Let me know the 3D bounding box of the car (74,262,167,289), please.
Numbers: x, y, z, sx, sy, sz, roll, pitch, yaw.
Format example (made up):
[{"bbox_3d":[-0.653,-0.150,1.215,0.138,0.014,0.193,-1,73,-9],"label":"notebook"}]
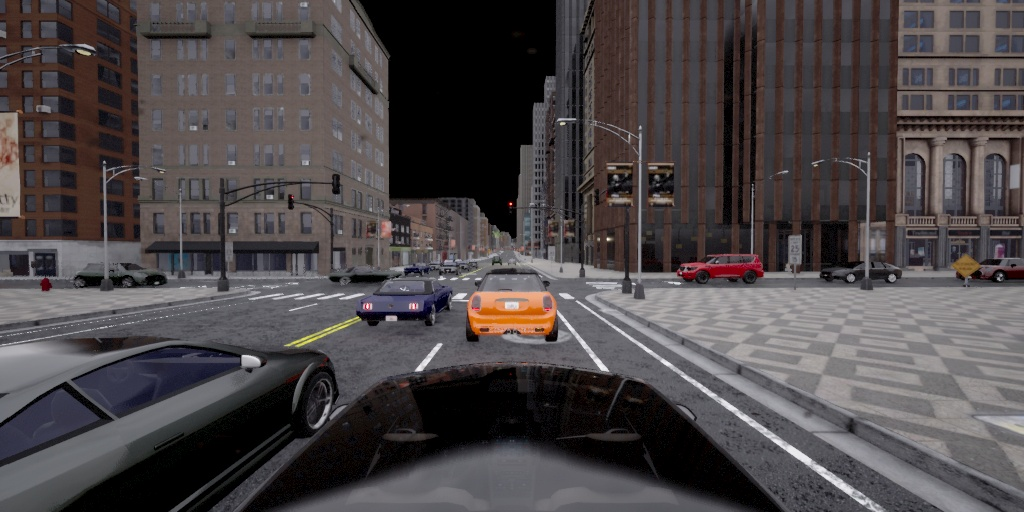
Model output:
[{"bbox_3d":[-25.659,1.206,23.623,4.553,1.767,2.097,0,1,0],"label":"car"}]

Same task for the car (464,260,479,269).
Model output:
[{"bbox_3d":[-6.597,1.343,58.824,1.994,1.385,4.181,0,0,0],"label":"car"}]

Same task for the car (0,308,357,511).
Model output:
[{"bbox_3d":[-3.158,1.314,2.790,1.994,1.385,4.181,0,0,1],"label":"car"}]

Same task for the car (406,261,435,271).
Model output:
[{"bbox_3d":[-9.861,1.367,37.638,1.895,1.301,4.718,0,0,0],"label":"car"}]

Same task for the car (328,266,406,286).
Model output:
[{"bbox_3d":[-10.027,1.355,24.975,4.718,1.301,1.895,0,0,-17],"label":"car"}]

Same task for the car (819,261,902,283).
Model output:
[{"bbox_3d":[24.889,1.120,25.673,4.892,1.490,1.837,0,1,0],"label":"car"}]

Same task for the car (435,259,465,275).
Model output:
[{"bbox_3d":[-6.610,1.331,38.846,1.994,1.385,4.181,0,0,0],"label":"car"}]

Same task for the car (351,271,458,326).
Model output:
[{"bbox_3d":[-3.152,1.350,11.610,1.895,1.301,4.718,0,0,0],"label":"car"}]

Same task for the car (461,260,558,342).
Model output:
[{"bbox_3d":[0.008,1.101,9.959,2.097,1.767,4.553,0,0,0],"label":"car"}]

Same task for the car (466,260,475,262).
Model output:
[{"bbox_3d":[-6.612,1.338,48.805,1.994,1.385,4.181,0,0,0],"label":"car"}]

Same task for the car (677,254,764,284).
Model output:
[{"bbox_3d":[14.833,0.876,25.633,5.566,2.045,2.150,0,1,0],"label":"car"}]

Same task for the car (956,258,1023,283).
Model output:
[{"bbox_3d":[35.007,0.927,25.705,4.553,1.767,2.097,0,1,0],"label":"car"}]

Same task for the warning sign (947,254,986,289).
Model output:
[{"bbox_3d":[25.173,0.828,19.871,1.060,1.860,1.300,0,0,0],"label":"warning sign"}]
